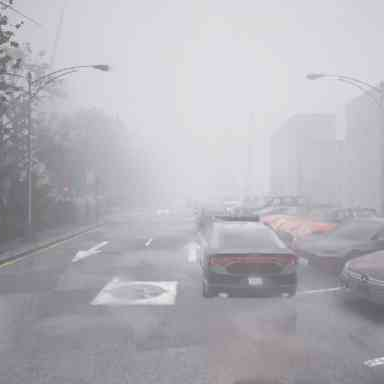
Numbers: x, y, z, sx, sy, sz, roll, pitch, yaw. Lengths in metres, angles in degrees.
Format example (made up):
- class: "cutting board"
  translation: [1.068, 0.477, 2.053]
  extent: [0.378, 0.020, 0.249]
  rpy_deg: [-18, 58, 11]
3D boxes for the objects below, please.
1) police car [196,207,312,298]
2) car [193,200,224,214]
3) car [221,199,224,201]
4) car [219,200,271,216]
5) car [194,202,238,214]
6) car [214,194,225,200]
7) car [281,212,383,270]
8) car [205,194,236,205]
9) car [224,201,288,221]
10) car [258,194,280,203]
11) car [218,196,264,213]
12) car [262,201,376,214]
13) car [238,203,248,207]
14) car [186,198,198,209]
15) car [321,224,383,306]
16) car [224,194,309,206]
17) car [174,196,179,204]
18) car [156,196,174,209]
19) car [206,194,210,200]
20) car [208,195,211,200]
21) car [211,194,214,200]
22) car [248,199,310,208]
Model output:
- class: "police car"
  translation: [1.167, 1.427, 8.668]
  extent: [1.930, 1.638, 5.238]
  rpy_deg: [0, 0, 0]
- class: "car"
  translation: [1.207, 1.548, 24.558]
  extent: [1.812, 1.442, 4.674]
  rpy_deg: [0, 0, 0]
- class: "car"
  translation: [5.189, 1.503, 24.781]
  extent: [5.366, 1.575, 1.946]
  rpy_deg: [1, 0, -20]
- class: "car"
  translation: [5.372, 1.560, 33.840]
  extent: [4.792, 1.488, 2.163]
  rpy_deg: [1, 0, -20]
- class: "car"
  translation: [1.189, 1.518, 18.559]
  extent: [1.837, 1.490, 4.892]
  rpy_deg: [0, 0, 0]
- class: "car"
  translation: [5.363, 1.270, 30.840]
  extent: [5.566, 2.045, 2.435]
  rpy_deg: [1, 0, -20]
- class: "car"
  translation: [5.287, 1.517, 9.827]
  extent: [4.792, 1.488, 2.163]
  rpy_deg: [1, 0, -20]
- class: "car"
  translation: [5.469, 1.391, 63.913]
  extent: [5.566, 2.045, 2.435]
  rpy_deg: [1, 0, -20]
- class: "car"
  translation: [5.346, 1.544, 27.838]
  extent: [4.792, 1.488, 2.163]
  rpy_deg: [1, 0, -20]
- class: "car"
  translation: [18.449, 1.462, 79.894]
  extent: [2.435, 2.045, 5.566]
  rpy_deg: [0, 0, -21]
- class: "car"
  translation: [5.377, 1.413, 36.854]
  extent: [4.553, 1.767, 2.185]
  rpy_deg: [1, 0, -20]
- class: "car"
  translation: [5.355, 1.366, 12.848]
  extent: [4.553, 1.767, 2.185]
  rpy_deg: [1, 0, -20]
- class: "car"
  translation: [5.338, 1.538, 18.845]
  extent: [4.674, 1.452, 2.002]
  rpy_deg: [1, 0, -20]
- class: "car"
  translation: [0.084, 1.579, 46.164]
  extent: [2.128, 1.511, 4.902]
  rpy_deg: [0, 0, 0]
- class: "car"
  translation: [5.311, 1.527, 6.836]
  extent: [4.674, 1.452, 2.002]
  rpy_deg: [1, 0, -20]
- class: "car"
  translation: [5.342, 1.251, 21.824]
  extent: [5.566, 2.045, 2.435]
  rpy_deg: [1, 0, -20]
- class: "car"
  translation: [-3.878, 1.686, 69.793]
  extent: [1.837, 1.490, 4.892]
  rpy_deg: [0, -1, 1]
- class: "car"
  translation: [-4.066, 1.583, 47.438]
  extent: [2.128, 1.511, 4.902]
  rpy_deg: [0, 0, 0]
- class: "car"
  translation: [5.275, 1.612, 57.819]
  extent: [5.366, 1.575, 1.946]
  rpy_deg: [1, 0, -20]
- class: "car"
  translation: [5.434, 1.583, 48.875]
  extent: [5.008, 1.535, 2.097]
  rpy_deg: [1, -1, -20]
- class: "car"
  translation: [5.470, 1.446, 45.872]
  extent: [4.553, 1.767, 2.185]
  rpy_deg: [1, 0, -20]
- class: "car"
  translation: [5.364, 1.369, 15.849]
  extent: [4.553, 1.767, 2.185]
  rpy_deg: [1, 0, -20]
